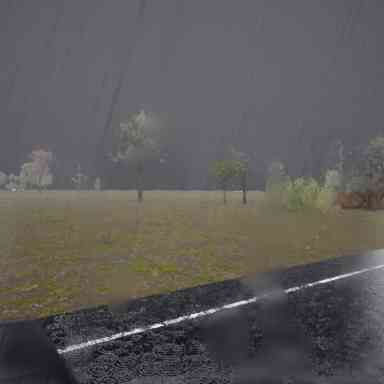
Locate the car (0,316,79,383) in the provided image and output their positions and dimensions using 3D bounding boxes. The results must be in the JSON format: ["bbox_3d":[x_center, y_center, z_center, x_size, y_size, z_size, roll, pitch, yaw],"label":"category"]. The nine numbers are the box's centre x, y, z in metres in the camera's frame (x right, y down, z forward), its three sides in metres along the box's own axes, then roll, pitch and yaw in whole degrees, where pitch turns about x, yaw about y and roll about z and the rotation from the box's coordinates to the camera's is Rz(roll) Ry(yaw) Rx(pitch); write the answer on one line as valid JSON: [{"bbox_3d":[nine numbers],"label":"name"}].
[{"bbox_3d":[-3.147,1.600,1.746,4.718,1.301,1.895,0,0,-35],"label":"car"}]
